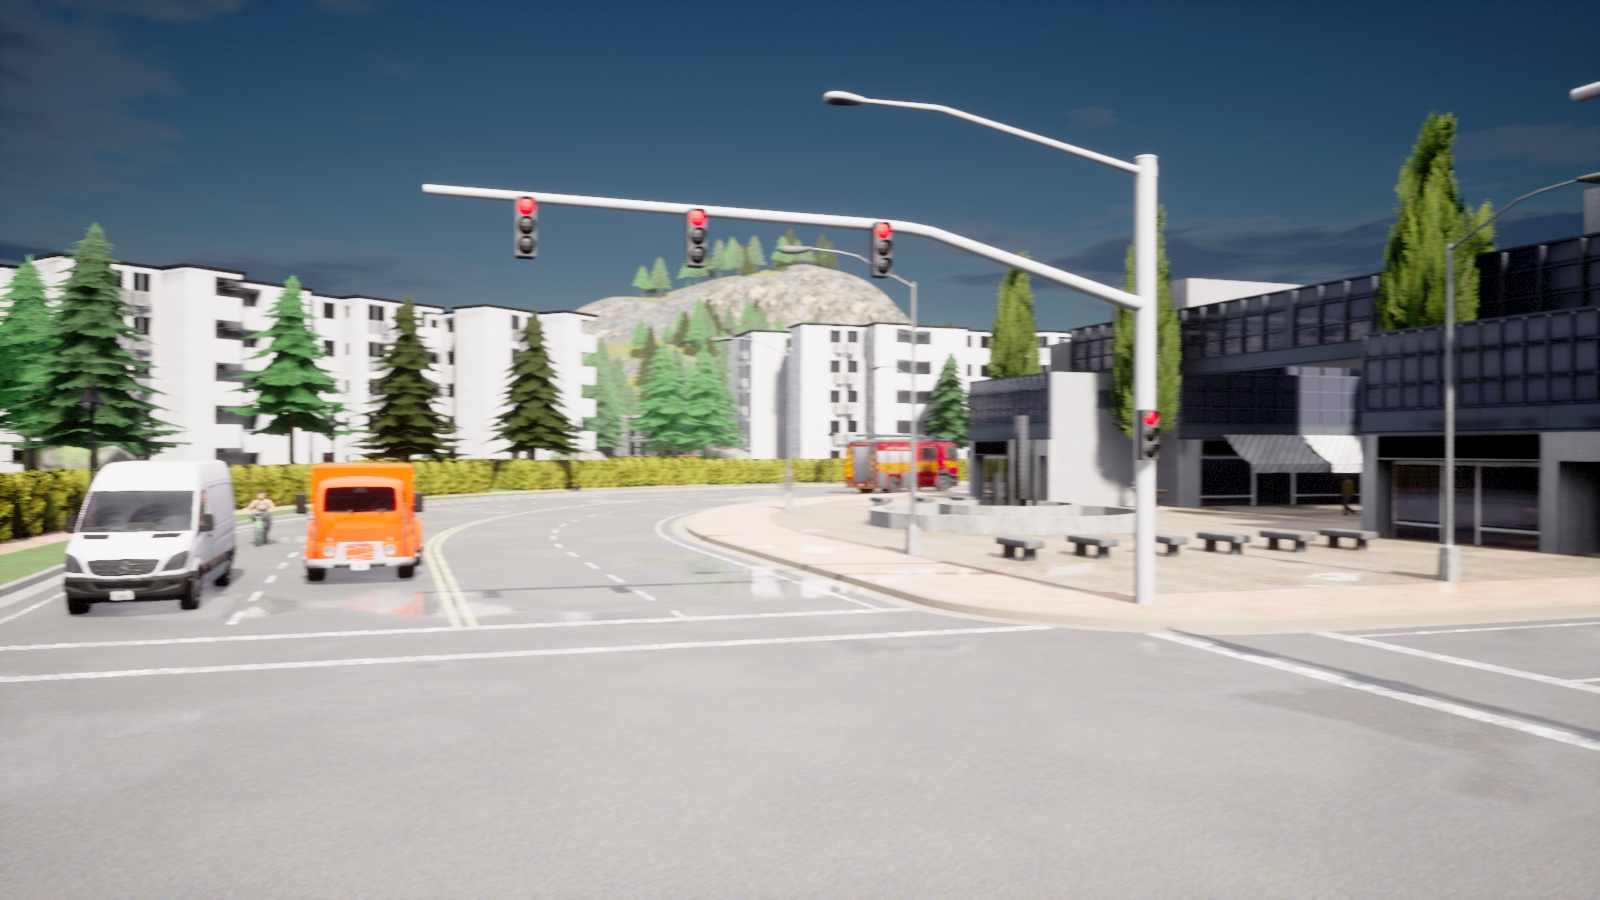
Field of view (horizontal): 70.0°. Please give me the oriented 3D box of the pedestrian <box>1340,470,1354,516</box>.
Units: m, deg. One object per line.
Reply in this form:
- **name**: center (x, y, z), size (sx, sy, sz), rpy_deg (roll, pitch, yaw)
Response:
- **pedestrian**: center (22.263, 1.761, 46.489), size (0.375, 1.860, 0.375), rpy_deg (0, 0, 2)

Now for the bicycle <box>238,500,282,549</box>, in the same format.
- **bicycle**: center (-15.479, 2.115, 32.799), size (0.859, 1.276, 1.487), rpy_deg (0, 1, -13)

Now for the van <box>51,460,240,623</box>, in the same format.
- **van**: center (-12.041, 1.500, 21.464), size (1.988, 2.561, 5.915), rpy_deg (0, 0, -19)

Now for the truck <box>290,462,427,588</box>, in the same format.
- **truck**: center (-9.875, 1.540, 25.869), size (2.627, 2.467, 5.204), rpy_deg (0, 0, -19)

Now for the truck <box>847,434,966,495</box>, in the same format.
- **truck**: center (7.063, 0.910, 74.877), size (8.468, 3.827, 2.891), rpy_deg (0, 0, -44)
